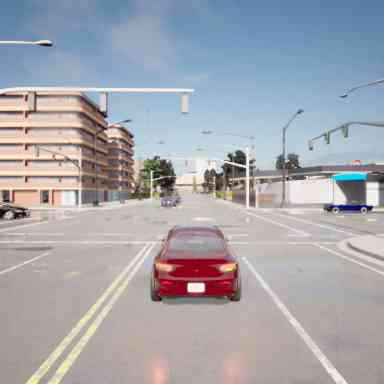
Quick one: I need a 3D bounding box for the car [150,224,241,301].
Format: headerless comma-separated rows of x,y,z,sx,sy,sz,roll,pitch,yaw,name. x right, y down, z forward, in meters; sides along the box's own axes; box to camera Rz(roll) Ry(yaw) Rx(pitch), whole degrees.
0.082,1.526,8.195,1.812,1.442,4.674,0,0,0,car

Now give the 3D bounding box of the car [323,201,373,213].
16.534,1.600,35.493,4.718,1.301,1.895,0,0,1,car

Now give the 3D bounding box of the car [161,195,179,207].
-3.585,1.351,51.677,2.097,1.767,4.553,0,0,0,car

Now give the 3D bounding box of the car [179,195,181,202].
-3.557,1.600,63.128,1.895,1.301,4.718,0,0,1,car

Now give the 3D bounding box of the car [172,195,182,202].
-3.504,1.524,78.132,2.128,1.511,4.902,0,0,0,car

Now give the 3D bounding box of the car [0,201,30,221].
-15.305,1.421,26.095,4.902,1.511,2.128,1,0,0,car
